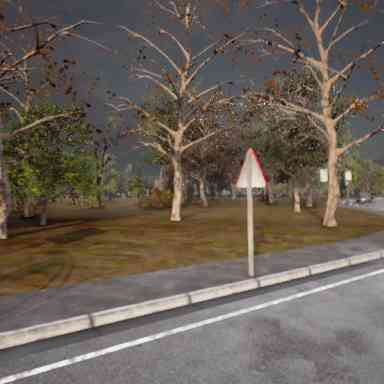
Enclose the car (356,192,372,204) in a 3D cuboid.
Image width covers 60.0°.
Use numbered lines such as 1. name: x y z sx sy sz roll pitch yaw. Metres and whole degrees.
1. car: 23.914 0.818 46.290 2.128 1.511 4.902 -1 1 29
